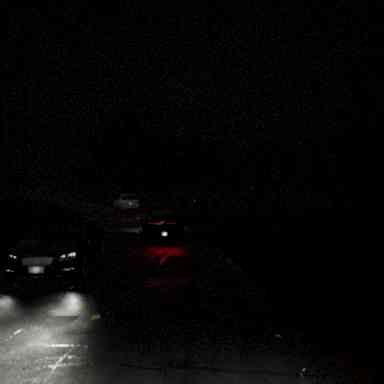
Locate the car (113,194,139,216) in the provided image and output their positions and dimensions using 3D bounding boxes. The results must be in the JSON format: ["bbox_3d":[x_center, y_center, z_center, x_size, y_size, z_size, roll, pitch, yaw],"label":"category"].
[{"bbox_3d":[-7.530,1.243,37.736,2.150,2.045,5.566,0,0,-21],"label":"car"}]

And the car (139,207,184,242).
[{"bbox_3d":[-1.557,1.523,16.512,1.837,1.490,4.892,0,0,-9],"label":"car"}]

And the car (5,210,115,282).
[{"bbox_3d":[-3.792,1.508,9.972,2.128,1.511,4.902,0,0,-6],"label":"car"}]
